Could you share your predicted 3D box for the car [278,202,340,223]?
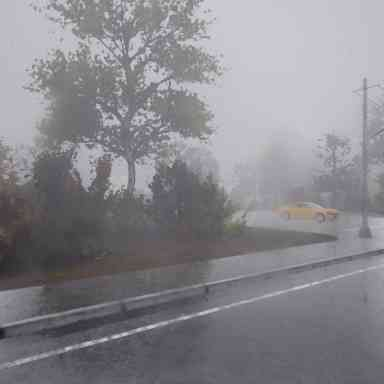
[{"bbox_3d":[9.339,1.566,26.883,1.882,1.535,5.008,0,-1,-39],"label":"car"}]
